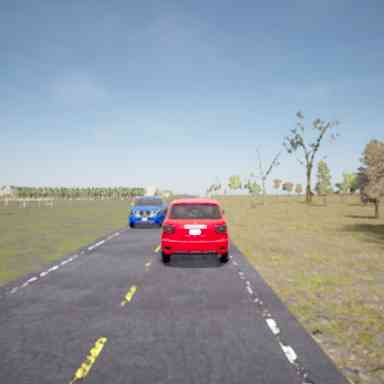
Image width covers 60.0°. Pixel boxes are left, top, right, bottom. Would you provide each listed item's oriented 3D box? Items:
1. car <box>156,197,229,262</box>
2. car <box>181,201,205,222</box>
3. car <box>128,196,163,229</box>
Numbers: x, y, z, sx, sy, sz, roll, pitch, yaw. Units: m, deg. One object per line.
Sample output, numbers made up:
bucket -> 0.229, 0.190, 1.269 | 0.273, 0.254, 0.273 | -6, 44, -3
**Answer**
car -> 0.094, 1.269, 12.451 | 2.150, 2.045, 5.566 | 0, 0, 0
car -> 0.089, 1.601, 28.323 | 1.837, 1.490, 4.892 | 0, -1, 0
car -> -2.852, 1.301, 22.777 | 2.150, 2.045, 5.566 | 0, 0, 0
